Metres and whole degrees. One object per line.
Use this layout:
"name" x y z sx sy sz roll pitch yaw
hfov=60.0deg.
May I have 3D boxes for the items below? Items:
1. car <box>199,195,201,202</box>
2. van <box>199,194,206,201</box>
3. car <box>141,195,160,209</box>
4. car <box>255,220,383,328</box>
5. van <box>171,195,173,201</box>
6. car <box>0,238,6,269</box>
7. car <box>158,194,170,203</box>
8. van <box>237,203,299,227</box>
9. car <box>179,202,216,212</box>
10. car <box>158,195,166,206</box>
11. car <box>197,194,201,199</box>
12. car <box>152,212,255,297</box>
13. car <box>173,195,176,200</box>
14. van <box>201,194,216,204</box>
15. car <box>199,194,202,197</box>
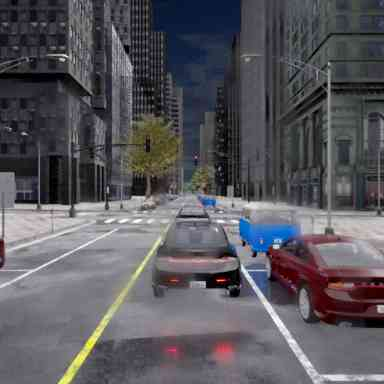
"car" 2.687 1.595 55.927 1.947 1.339 4.313 0 0 0
"van" 2.650 1.404 82.994 1.690 1.788 3.998 0 0 0
"car" -5.829 1.545 44.934 1.752 1.417 4.829 0 0 0
"car" 2.769 1.545 7.004 1.887 1.381 4.507 0 0 0
"van" -5.867 1.395 76.840 1.690 1.788 3.998 0 0 0
"car" -5.786 1.545 7.011 1.887 1.381 4.507 0 0 0
"car" -5.844 1.349 60.974 2.192 1.841 5.009 0 0 0
"van" 2.763 1.343 12.530 1.690 1.788 3.998 0 0 0
"car" 0.061 1.495 17.928 2.128 1.511 4.902 0 0 1
"car" -5.838 1.574 55.684 1.887 1.381 4.507 0 0 0
"car" 2.664 1.599 72.167 2.008 1.369 4.403 0 0 0
"car" 0.089 1.492 8.542 2.128 1.511 4.902 0 0 0
"car" -5.882 1.636 87.417 1.947 1.339 4.313 0 0 0
"van" 2.695 1.365 50.514 1.690 1.788 3.998 0 0 0
"car" 2.679 1.579 61.340 1.887 1.381 4.507 0 0 0
